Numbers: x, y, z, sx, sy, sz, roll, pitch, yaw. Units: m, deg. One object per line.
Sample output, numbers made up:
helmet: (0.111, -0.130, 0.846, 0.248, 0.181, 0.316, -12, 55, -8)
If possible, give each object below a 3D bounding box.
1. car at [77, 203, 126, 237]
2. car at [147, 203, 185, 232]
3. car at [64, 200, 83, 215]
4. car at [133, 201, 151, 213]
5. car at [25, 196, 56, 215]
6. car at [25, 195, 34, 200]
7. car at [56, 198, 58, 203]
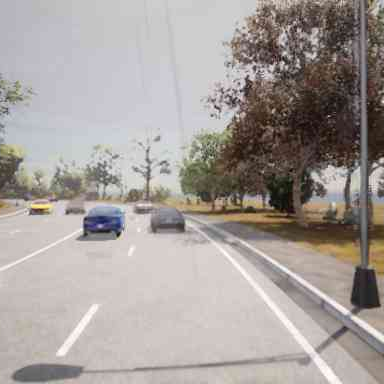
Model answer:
car: (-4.786, 1.512, 18.541, 1.882, 1.535, 5.008, 0, 0, -8)
car: (-1.596, 1.598, 20.718, 1.994, 1.385, 4.181, 0, 0, -9)
car: (-12.010, 1.588, 34.501, 1.812, 1.442, 4.674, 0, 0, -17)
car: (-5.672, 1.668, 38.437, 1.895, 1.301, 4.718, 0, 0, -17)
car: (-15.827, 1.541, 35.045, 1.882, 1.535, 5.008, 0, 0, -18)
car: (-34.185, 1.393, 70.548, 2.128, 1.511, 4.902, 0, 0, -37)
car: (-30.314, 1.602, 71.261, 2.033, 1.411, 5.357, 0, 0, -37)
